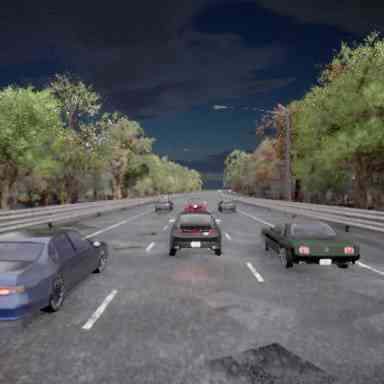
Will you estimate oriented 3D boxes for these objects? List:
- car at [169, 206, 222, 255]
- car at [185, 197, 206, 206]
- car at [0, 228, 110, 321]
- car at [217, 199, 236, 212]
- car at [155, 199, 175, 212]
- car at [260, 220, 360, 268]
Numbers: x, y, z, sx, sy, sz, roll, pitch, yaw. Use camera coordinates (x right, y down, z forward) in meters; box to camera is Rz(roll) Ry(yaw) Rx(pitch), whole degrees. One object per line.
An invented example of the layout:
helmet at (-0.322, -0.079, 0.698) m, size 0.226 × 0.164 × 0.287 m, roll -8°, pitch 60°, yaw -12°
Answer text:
car at (0.137, 1.504, 13.378) m, size 1.837 × 1.490 × 4.892 m, roll 0°, pitch -1°, yaw 0°
car at (0.358, 1.350, 33.886) m, size 2.097 × 1.767 × 4.553 m, roll 0°, pitch 0°, yaw 1°
car at (-3.396, 1.546, 7.580) m, size 2.033 × 1.411 × 5.357 m, roll 0°, pitch 0°, yaw 0°
car at (3.928, 1.488, 38.180) m, size 2.128 × 1.511 × 4.902 m, roll 0°, pitch 0°, yaw 1°
car at (-3.075, 1.482, 38.076) m, size 2.128 × 1.511 × 4.902 m, roll 0°, pitch 0°, yaw 1°
car at (3.622, 1.605, 11.199) m, size 1.895 × 1.301 × 4.718 m, roll 0°, pitch 0°, yaw 0°
